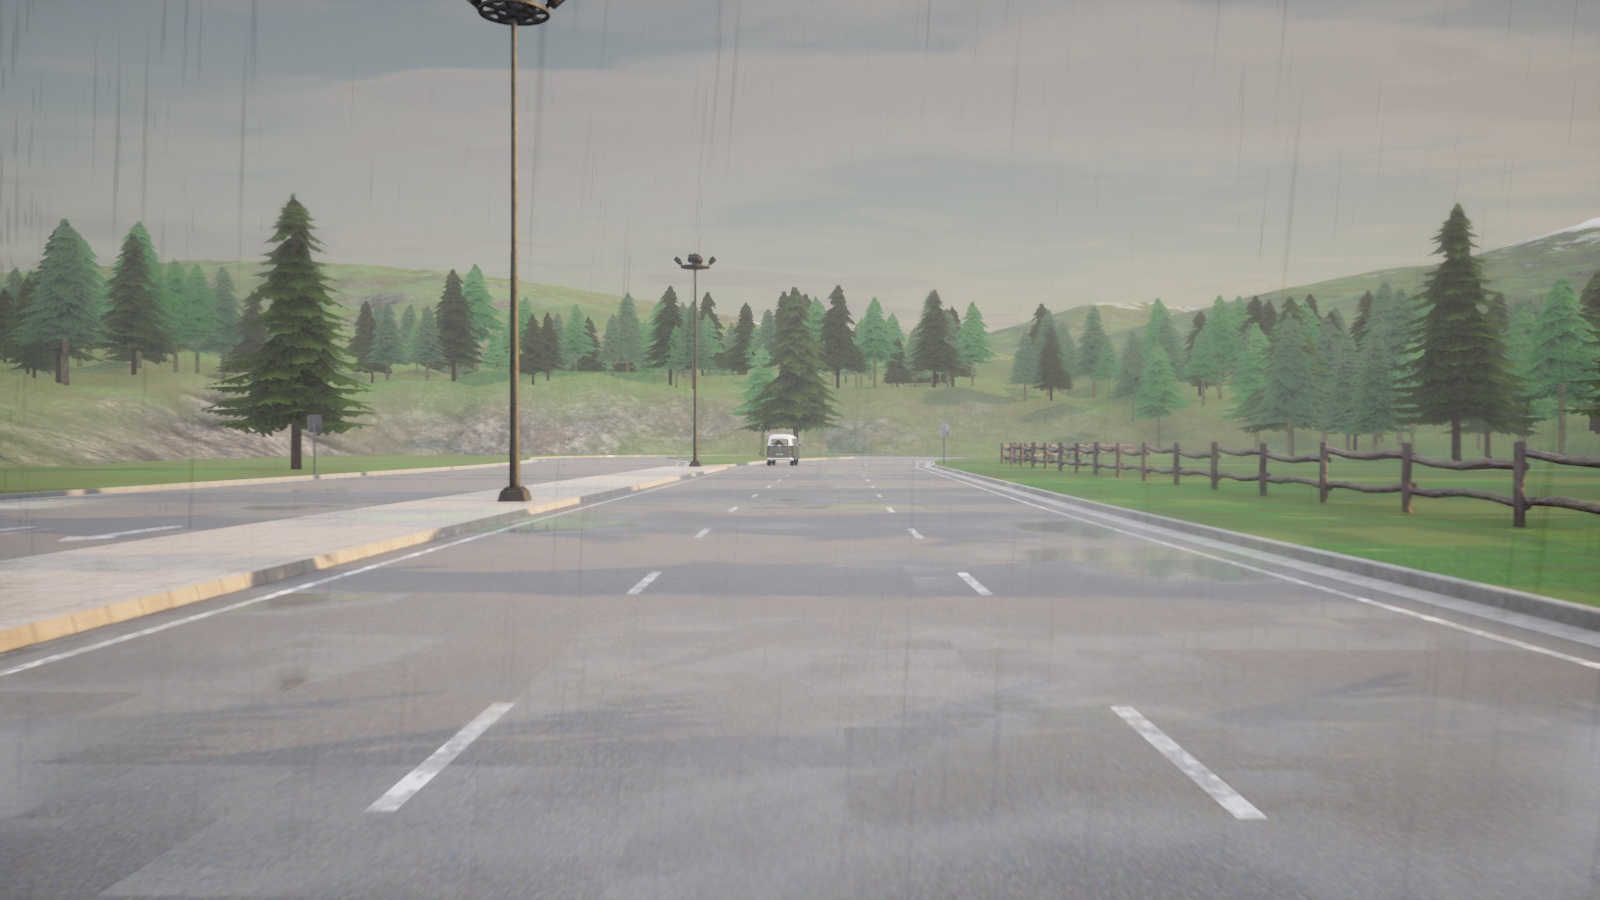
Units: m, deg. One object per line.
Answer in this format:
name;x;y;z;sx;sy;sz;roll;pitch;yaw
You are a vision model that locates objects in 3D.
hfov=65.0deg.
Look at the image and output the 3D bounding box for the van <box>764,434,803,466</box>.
van;-1.073;-0.012;82.478;2.069;2.038;4.480;0;0;6
